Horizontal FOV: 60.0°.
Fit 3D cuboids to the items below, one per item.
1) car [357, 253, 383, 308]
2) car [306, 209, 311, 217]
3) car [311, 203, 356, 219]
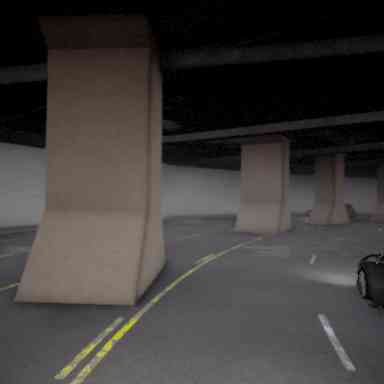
[{"bbox_3d":[4.414,1.639,5.795,1.837,1.490,4.892,0,-1,11],"label":"car"},{"bbox_3d":[15.858,2.270,40.051,4.674,1.442,1.812,1,-1,-29],"label":"car"},{"bbox_3d":[15.526,2.032,35.806,4.553,1.767,2.097,1,-1,-30],"label":"car"}]
